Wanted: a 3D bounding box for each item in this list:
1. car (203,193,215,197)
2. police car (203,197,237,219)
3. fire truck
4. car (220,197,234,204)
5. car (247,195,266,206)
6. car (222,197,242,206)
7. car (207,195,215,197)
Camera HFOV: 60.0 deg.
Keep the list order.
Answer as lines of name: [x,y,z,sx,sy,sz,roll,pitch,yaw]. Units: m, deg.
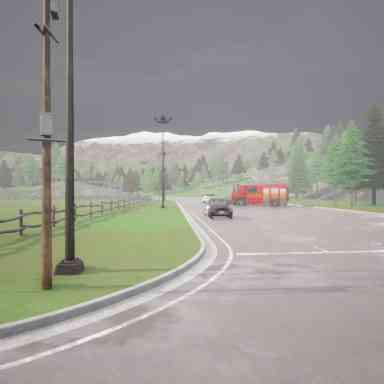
car: [3.344,1.221,64.805,2.150,2.045,5.566,0,0,-4]
police car: [2.227,1.509,29.252,2.038,1.542,4.974,0,0,-4]
fire truck: [10.366,0.348,50.921,8.468,3.827,2.891,0,0,21]
car: [6.836,1.601,65.039,1.895,1.301,4.718,0,0,-4]
car: [10.905,1.352,56.702,2.097,1.767,4.553,0,0,-4]
car: [6.709,1.547,55.394,2.033,1.411,5.357,0,0,20]
car: [4.012,1.564,54.740,1.994,1.385,4.181,0,0,-4]
